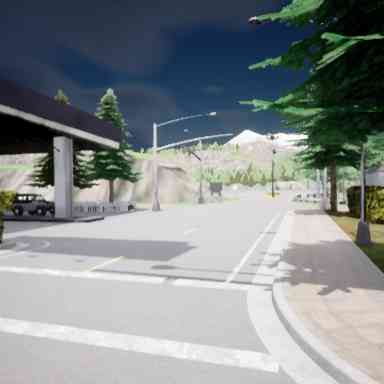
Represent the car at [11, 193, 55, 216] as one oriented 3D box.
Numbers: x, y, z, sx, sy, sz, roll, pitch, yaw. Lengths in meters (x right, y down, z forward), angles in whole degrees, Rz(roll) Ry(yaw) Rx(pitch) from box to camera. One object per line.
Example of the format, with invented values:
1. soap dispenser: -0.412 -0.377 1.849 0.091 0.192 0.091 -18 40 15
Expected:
1. car: -13.123 1.064 27.819 3.866 1.878 1.905 -1 1 18
